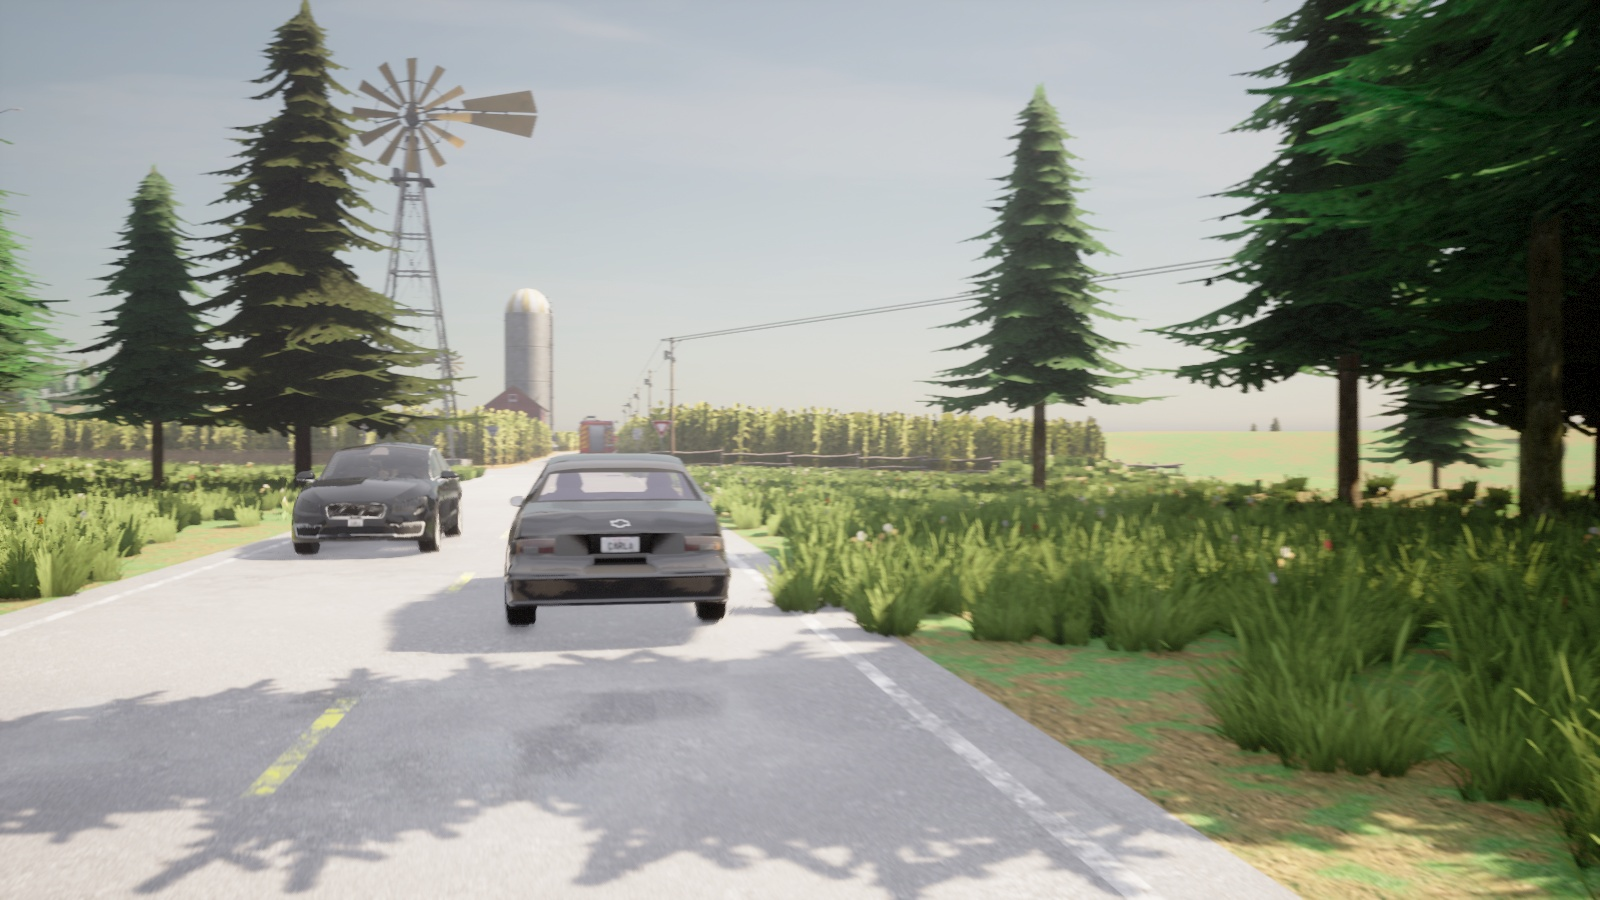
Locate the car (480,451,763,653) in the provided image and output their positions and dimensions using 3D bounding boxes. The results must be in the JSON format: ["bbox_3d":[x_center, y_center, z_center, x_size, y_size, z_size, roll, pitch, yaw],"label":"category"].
[{"bbox_3d":[-1.707,0.729,11.761,2.033,1.411,5.357,0,0,-9],"label":"car"}]

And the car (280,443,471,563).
[{"bbox_3d":[-5.998,0.654,18.327,1.837,1.490,4.892,0,0,-9],"label":"car"}]
